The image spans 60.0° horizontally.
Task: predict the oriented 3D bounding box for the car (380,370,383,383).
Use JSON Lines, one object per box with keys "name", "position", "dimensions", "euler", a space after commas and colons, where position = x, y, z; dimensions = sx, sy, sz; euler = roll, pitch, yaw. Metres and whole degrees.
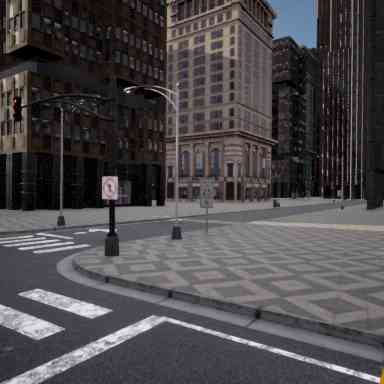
{"name": "car", "position": [3.507, 1.478, 1.192], "dimensions": [5.008, 1.535, 1.882], "euler": [0, 0, 35]}
